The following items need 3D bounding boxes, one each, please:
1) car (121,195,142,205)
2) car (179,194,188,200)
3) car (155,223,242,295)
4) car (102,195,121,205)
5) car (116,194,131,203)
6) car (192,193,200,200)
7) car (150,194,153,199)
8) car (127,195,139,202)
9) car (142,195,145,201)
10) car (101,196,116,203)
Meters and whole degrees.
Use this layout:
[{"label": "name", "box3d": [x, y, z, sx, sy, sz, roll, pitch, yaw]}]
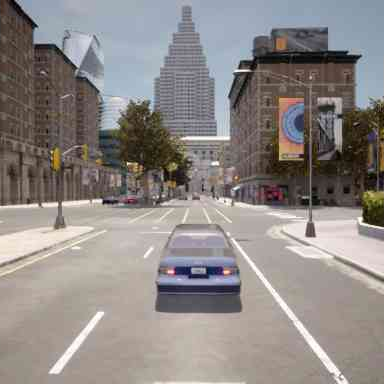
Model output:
[{"label": "car", "box3d": [-10.848, 1.477, 59.760, 1.882, 1.535, 5.008, 0, 0, 1]}, {"label": "car", "box3d": [-2.410, 1.539, 89.562, 2.033, 1.411, 5.357, 0, 0, 1]}, {"label": "car", "box3d": [0.169, 1.547, 8.841, 2.033, 1.411, 5.357, 0, 0, 1]}, {"label": "car", "box3d": [-14.367, 1.600, 58.578, 1.895, 1.301, 4.718, 0, 0, 1]}, {"label": "car", "box3d": [-14.169, 1.355, 68.684, 2.097, 1.767, 4.553, 0, 0, 1]}, {"label": "car", "box3d": [1.095, 1.350, 89.921, 2.097, 1.767, 4.553, 0, 0, 1]}, {"label": "car", "box3d": [-10.534, 1.355, 79.545, 2.097, 1.767, 4.553, 0, 0, 1]}, {"label": "car", "box3d": [-14.044, 1.478, 78.783, 1.882, 1.535, 5.008, 0, 0, 1]}, {"label": "car", "box3d": [-10.658, 1.500, 69.556, 1.837, 1.490, 4.892, 0, 0, 1]}, {"label": "car", "box3d": [-17.406, 1.594, 69.730, 1.895, 1.301, 4.718, 0, 0, 1]}]
